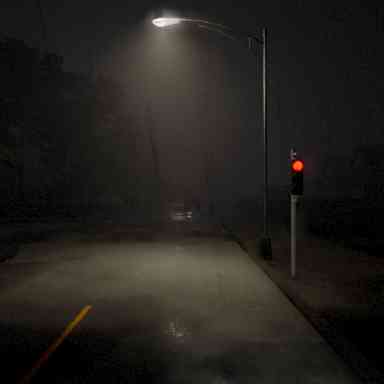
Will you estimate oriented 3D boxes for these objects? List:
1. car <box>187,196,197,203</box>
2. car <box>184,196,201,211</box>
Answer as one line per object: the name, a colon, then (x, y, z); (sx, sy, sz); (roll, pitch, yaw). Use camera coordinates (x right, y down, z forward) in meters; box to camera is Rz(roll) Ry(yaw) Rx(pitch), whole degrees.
car: (0.047, 1.548, 68.951); (2.033, 1.411, 5.357); (0, 0, 0)
car: (0.063, 1.505, 41.823); (1.837, 1.490, 4.892); (0, 0, 0)
